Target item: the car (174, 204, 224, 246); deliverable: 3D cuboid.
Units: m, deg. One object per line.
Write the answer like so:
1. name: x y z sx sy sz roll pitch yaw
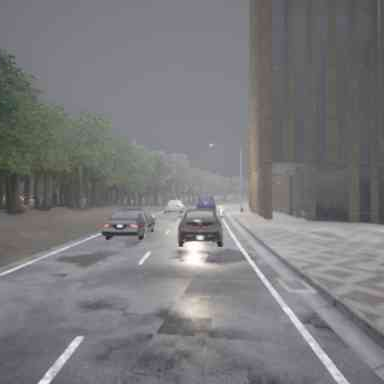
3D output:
1. car: 0.395 1.494 15.170 1.837 1.490 4.892 0 0 2

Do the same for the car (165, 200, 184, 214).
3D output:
1. car: -1.884 1.661 37.326 1.812 1.442 4.674 0 -1 4

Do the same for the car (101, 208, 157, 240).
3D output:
1. car: -3.054 1.537 16.998 2.033 1.411 5.357 0 0 2

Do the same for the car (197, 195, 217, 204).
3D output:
1. car: 1.697 1.374 38.284 2.150 2.045 5.566 0 -1 5
